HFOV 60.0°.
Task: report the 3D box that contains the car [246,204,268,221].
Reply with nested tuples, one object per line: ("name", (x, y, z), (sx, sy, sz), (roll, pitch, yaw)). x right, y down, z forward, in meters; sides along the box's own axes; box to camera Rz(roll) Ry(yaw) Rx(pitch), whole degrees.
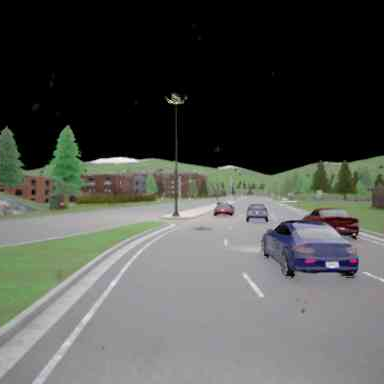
("car", (5.774, 1.782, 29.458), (2.033, 1.411, 5.357), (0, 0, 11))

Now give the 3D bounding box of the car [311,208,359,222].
("car", (7.498, 1.620, 18.328), (1.882, 1.535, 5.008), (0, 0, 7))

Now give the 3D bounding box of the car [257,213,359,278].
("car", (3.432, 1.607, 10.328), (1.812, 1.442, 4.674), (0, 0, 1))

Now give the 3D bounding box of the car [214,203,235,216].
("car", (3.589, 1.859, 36.606), (1.994, 1.385, 4.181), (0, -1, 11))
